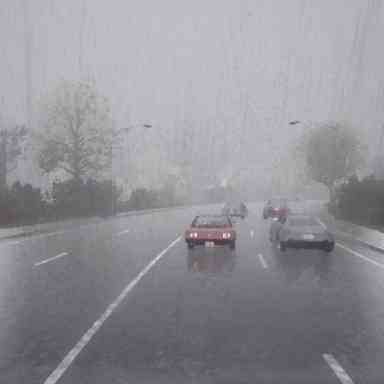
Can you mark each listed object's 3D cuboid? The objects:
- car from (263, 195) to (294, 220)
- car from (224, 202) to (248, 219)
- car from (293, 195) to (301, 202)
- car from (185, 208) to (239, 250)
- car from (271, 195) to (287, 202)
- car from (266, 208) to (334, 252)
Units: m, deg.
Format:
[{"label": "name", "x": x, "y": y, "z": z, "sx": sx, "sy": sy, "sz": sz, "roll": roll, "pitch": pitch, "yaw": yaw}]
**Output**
[{"label": "car", "x": 7.141, "y": 1.368, "z": 27.903, "sx": 2.097, "sy": 1.767, "sz": 4.553, "roll": 0, "pitch": 0, "yaw": 15}, {"label": "car", "x": 3.763, "y": 1.559, "z": 28.820, "sx": 2.033, "sy": 1.411, "sz": 5.357, "roll": 0, "pitch": 0, "yaw": 15}, {"label": "car", "x": 22.668, "y": 1.482, "z": 73.878, "sx": 2.128, "sy": 1.511, "sz": 4.902, "roll": 0, "pitch": 0, "yaw": 38}, {"label": "car", "x": 0.945, "y": 1.612, "z": 14.356, "sx": 1.895, "sy": 1.301, "sz": 4.718, "roll": 0, "pitch": 0, "yaw": 7}, {"label": "car", "x": 19.998, "y": 1.460, "z": 76.141, "sx": 1.812, "sy": 1.442, "sz": 4.674, "roll": 0, "pitch": 0, "yaw": 38}, {"label": "car", "x": 4.412, "y": 1.571, "z": 13.880, "sx": 1.994, "sy": 1.385, "sz": 4.181, "roll": 0, "pitch": 0, "yaw": 7}]
